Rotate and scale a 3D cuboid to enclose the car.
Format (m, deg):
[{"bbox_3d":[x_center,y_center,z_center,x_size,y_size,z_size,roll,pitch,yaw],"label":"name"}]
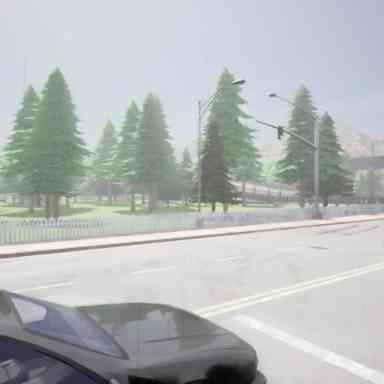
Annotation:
[{"bbox_3d":[-1.886,1.548,2.420,5.357,1.411,2.033,0,0,-36],"label":"car"}]
